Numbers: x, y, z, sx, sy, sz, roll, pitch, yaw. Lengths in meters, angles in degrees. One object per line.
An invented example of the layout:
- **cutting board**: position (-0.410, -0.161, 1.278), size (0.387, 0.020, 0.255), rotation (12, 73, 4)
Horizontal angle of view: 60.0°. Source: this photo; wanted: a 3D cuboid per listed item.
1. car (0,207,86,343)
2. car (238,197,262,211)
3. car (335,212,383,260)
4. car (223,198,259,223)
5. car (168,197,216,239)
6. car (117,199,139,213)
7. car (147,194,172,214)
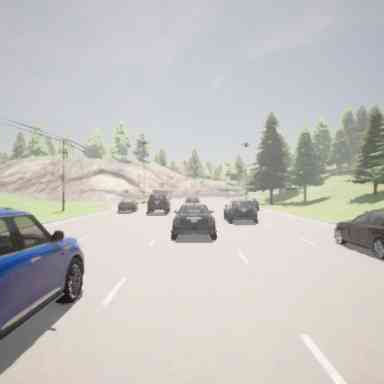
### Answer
- **car**: position (-3.410, 1.220, 4.958), size (2.150, 2.045, 5.566), rotation (0, 0, 0)
- **car**: position (7.080, 1.463, 41.227), size (2.128, 1.511, 4.902), rotation (0, 0, 0)
- **car**: position (7.094, 1.469, 12.378), size (1.882, 1.535, 5.008), rotation (0, 0, 0)
- **car**: position (3.587, 1.334, 25.183), size (2.097, 1.767, 4.553), rotation (0, 0, 0)
- **car**: position (0.091, 1.340, 17.313), size (2.097, 1.767, 4.553), rotation (0, 0, 0)
- **car**: position (-7.096, 1.465, 37.121), size (2.128, 1.511, 4.902), rotation (0, 0, -3)
- **car**: position (-3.416, 1.198, 35.063), size (2.150, 2.045, 5.566), rotation (0, 0, 0)
